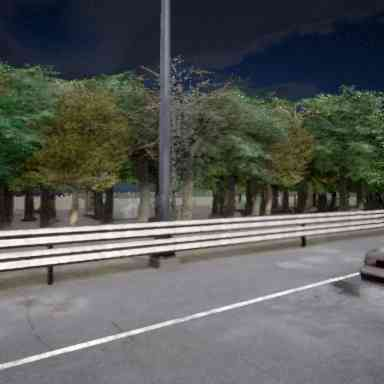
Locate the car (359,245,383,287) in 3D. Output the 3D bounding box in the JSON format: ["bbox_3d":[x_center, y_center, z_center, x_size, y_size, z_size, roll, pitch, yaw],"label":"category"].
[{"bbox_3d":[6.272,1.598,8.224,5.357,1.411,2.033,0,0,-35],"label":"car"}]
